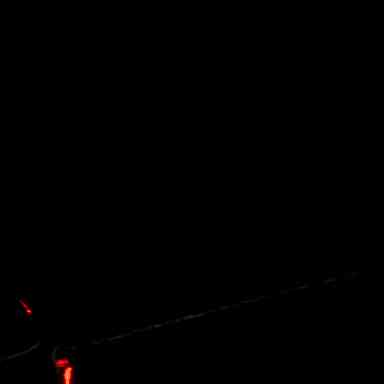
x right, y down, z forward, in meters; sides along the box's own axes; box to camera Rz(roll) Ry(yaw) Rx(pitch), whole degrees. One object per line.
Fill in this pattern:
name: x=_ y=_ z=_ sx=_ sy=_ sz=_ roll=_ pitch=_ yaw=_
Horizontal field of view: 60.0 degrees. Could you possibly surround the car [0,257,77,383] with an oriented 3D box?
car: x=-3.030 y=1.349 z=1.831 sx=4.553 sy=1.767 sz=2.097 roll=0 pitch=0 yaw=-35
